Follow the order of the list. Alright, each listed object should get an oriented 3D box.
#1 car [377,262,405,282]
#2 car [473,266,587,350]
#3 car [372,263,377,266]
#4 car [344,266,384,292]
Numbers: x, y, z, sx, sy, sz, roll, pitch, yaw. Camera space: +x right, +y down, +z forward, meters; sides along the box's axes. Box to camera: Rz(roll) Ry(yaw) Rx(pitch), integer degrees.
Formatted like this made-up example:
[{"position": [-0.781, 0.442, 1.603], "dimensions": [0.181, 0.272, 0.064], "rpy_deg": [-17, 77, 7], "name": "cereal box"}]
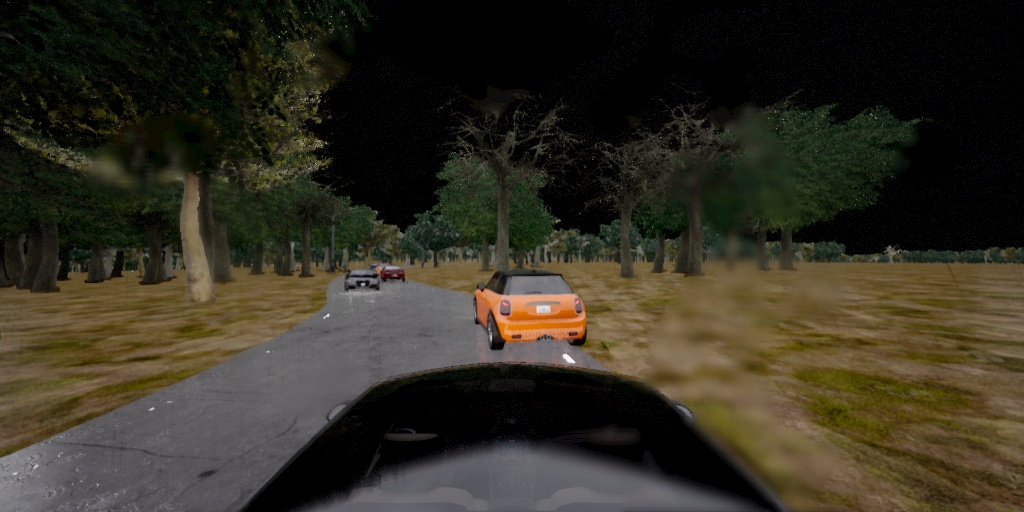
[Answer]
[{"position": [-11.470, 1.602, 34.251], "dimensions": [1.882, 1.535, 5.008], "rpy_deg": [0, -1, -25], "name": "car"}, {"position": [0.206, 1.124, 9.414], "dimensions": [2.097, 1.767, 4.553], "rpy_deg": [0, 0, -12], "name": "car"}, {"position": [-16.024, 1.643, 44.909], "dimensions": [2.097, 1.767, 4.553], "rpy_deg": [0, -1, -22], "name": "car"}, {"position": [-9.811, 1.536, 23.270], "dimensions": [1.994, 1.385, 4.181], "rpy_deg": [0, -1, -27], "name": "car"}]
